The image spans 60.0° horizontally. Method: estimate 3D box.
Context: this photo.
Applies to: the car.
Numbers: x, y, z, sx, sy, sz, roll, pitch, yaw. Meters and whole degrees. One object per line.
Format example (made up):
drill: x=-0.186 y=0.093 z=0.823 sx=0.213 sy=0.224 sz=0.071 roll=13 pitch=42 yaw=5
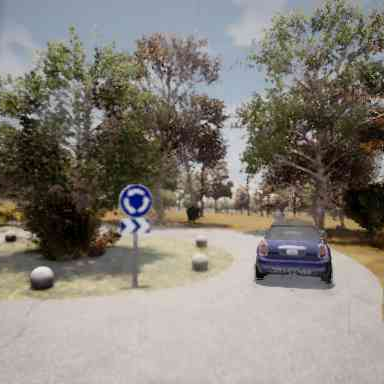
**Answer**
car: x=3.348 y=1.697 z=11.224 sx=2.097 sy=1.767 sz=4.553 roll=-1 pitch=-1 yaw=16
